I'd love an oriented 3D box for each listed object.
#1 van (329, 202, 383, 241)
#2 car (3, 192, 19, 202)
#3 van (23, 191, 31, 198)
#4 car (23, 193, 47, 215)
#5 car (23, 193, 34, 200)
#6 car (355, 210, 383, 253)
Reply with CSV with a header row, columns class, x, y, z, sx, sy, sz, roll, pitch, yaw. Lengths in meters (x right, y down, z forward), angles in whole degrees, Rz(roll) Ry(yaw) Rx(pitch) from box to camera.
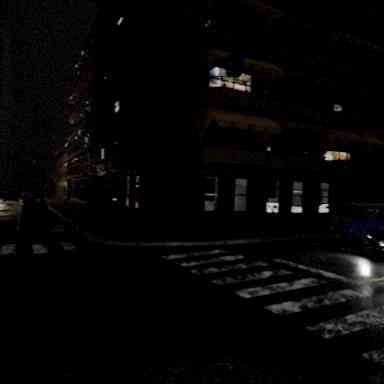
class,x,y,z,sx,sy,sz,roll,pitch,yaw
van,8.007,1.366,15.001,3.998,1.788,1.690,1,2,-28
car,-29.679,0.745,54.609,2.097,1.767,4.553,2,0,-27
van,-41.724,0.551,84.210,1.690,1.788,3.998,1,0,-27
car,-14.168,1.167,30.009,1.967,1.590,4.097,1,0,-27
car,-34.213,0.891,69.428,1.887,1.381,4.507,1,0,-27
car,8.633,1.567,12.426,4.892,1.490,1.837,1,1,-28
